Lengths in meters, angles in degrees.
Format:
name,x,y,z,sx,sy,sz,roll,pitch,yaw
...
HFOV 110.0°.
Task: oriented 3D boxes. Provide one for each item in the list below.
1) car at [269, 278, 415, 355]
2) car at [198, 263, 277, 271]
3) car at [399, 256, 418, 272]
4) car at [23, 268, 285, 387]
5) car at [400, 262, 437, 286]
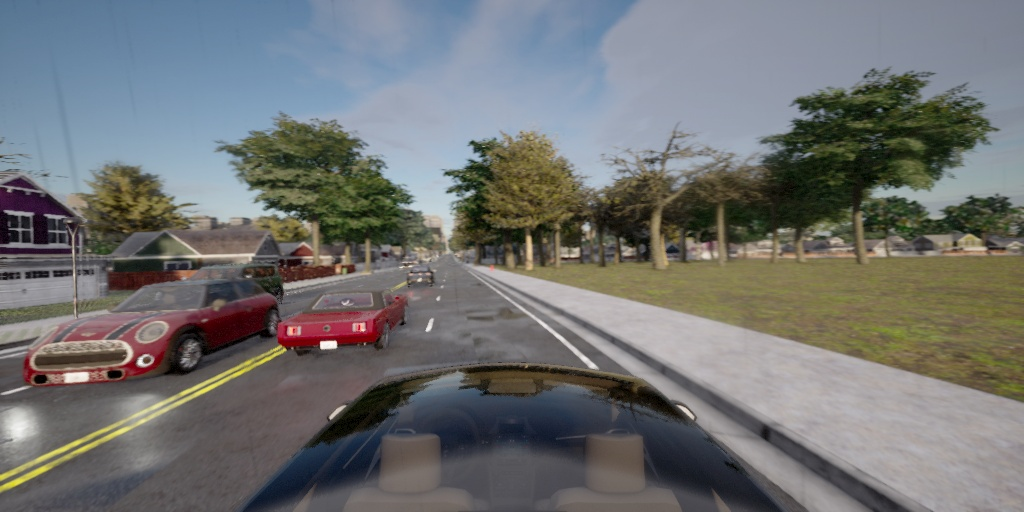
name,x,y,z,sx,sy,sz,roll,pitch,yaw
car,-3.908,1.476,9.267,1.895,1.301,4.718,-2,0,-8
car,-11.466,1.345,14.612,2.150,2.045,5.566,-2,0,-10
car,-13.742,1.088,48.082,2.150,2.045,5.566,-2,0,-10
car,-7.178,1.331,7.877,2.097,1.767,4.553,-2,0,-8
car,-6.771,1.476,27.044,2.128,1.511,4.902,-2,0,-10
